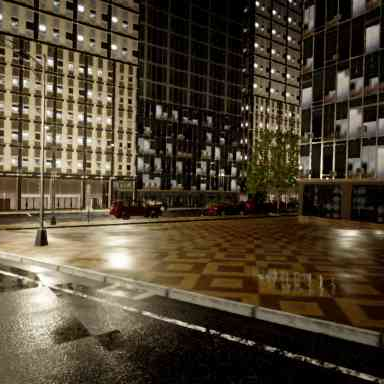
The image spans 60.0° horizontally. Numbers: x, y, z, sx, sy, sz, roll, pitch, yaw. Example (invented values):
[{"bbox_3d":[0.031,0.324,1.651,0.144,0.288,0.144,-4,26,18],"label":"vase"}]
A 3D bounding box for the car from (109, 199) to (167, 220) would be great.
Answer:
[{"bbox_3d":[-5.317,1.642,31.570,5.009,1.841,2.192,1,1,-35],"label":"car"}]

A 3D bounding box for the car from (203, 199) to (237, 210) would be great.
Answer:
[{"bbox_3d":[4.089,1.781,47.605,4.829,1.417,1.752,1,1,-35],"label":"car"}]

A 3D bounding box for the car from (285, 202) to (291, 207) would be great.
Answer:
[{"bbox_3d":[13.571,1.932,54.126,4.206,1.307,1.802,1,1,-35],"label":"car"}]

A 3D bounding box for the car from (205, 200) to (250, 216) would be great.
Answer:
[{"bbox_3d":[4.020,1.964,37.998,4.507,1.381,1.887,1,1,-35],"label":"car"}]

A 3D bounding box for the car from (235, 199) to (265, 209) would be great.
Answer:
[{"bbox_3d":[8.900,1.870,50.914,4.313,1.339,1.947,1,1,-35],"label":"car"}]

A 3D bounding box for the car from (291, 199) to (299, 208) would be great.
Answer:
[{"bbox_3d":[18.243,1.962,57.338,4.313,1.339,1.947,1,1,-35],"label":"car"}]

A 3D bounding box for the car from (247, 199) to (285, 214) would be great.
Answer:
[{"bbox_3d":[8.696,1.780,41.205,5.009,1.841,2.192,1,1,-35],"label":"car"}]
